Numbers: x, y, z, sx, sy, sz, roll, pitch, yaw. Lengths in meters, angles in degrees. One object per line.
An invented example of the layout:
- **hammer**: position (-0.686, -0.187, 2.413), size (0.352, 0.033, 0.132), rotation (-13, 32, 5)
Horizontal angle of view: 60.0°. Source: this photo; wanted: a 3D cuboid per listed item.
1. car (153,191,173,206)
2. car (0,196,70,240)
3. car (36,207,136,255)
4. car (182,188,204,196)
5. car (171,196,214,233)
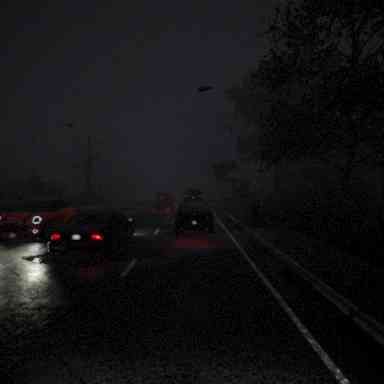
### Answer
- **car**: position (-3.377, 0.702, 39.774), size (2.097, 1.767, 4.553), rotation (0, 1, 0)
- **car**: position (-7.089, 1.105, 15.380), size (2.097, 1.767, 4.553), rotation (0, 1, 0)
- **car**: position (-3.427, 1.349, 12.367), size (2.033, 1.411, 5.357), rotation (0, 1, 0)
- **car**: position (0.123, 0.611, 37.344), size (2.150, 2.045, 5.566), rotation (0, 1, 0)
- **car**: position (0.111, 1.193, 17.541), size (1.882, 1.535, 5.008), rotation (0, 1, 0)
